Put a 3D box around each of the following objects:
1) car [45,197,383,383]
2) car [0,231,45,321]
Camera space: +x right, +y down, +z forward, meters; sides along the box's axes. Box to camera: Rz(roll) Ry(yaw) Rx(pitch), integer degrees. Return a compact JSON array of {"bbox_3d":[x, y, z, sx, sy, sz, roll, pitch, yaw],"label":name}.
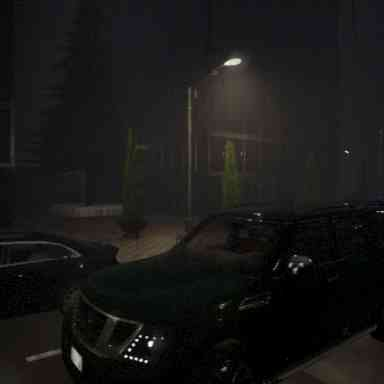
[{"bbox_3d":[1.139,1.210,4.794,5.566,2.045,2.150,-1,0,-36],"label":"car"},{"bbox_3d":[-3.596,1.492,5.720,4.902,1.511,2.128,0,0,-35],"label":"car"}]
